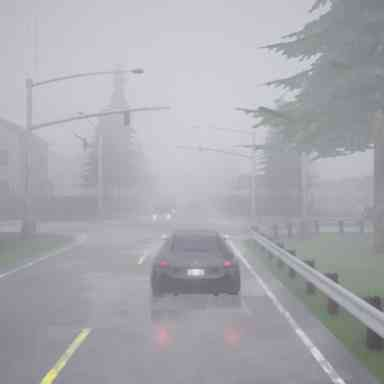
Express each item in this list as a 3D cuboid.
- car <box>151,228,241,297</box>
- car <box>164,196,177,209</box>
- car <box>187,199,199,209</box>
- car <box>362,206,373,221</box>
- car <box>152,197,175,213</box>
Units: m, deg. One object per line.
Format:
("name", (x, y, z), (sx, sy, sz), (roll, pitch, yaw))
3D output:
("car", (0.093, 1.629, 8.814), (1.994, 1.385, 4.181), (0, 0, 0))
("car", (-3.470, 1.592, 51.517), (2.150, 2.045, 5.566), (0, 0, 0))
("car", (0.220, 1.873, 53.112), (2.128, 1.511, 4.902), (0, 0, 0))
("car", (16.022, 1.390, 25.351), (5.566, 2.045, 2.150), (0, 0, 0))
("car", (-3.498, 1.771, 40.858), (1.882, 1.535, 5.008), (0, 0, 0))
